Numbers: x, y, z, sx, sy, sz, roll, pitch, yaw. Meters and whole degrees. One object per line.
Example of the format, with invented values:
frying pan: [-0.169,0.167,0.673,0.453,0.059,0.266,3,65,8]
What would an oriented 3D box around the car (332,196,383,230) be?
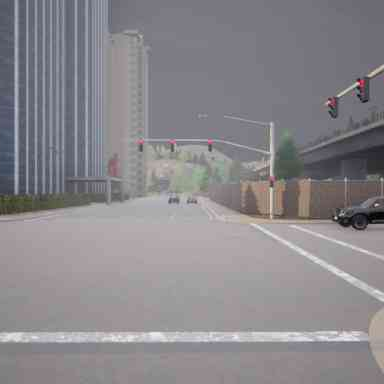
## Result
car: [11.816,1.277,20.920,5.566,2.045,2.150,0,0,0]

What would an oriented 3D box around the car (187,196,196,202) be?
car: [-0.104,1.595,74.547,1.895,1.301,4.718,0,0,0]

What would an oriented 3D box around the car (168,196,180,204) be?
car: [-3.492,1.478,64.188,1.882,1.535,5.008,0,0,0]

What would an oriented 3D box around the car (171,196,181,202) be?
car: [-3.603,1.540,74.406,2.033,1.411,5.357,0,0,0]

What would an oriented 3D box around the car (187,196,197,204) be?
car: [0.009,1.564,64.585,1.994,1.385,4.181,0,0,0]
